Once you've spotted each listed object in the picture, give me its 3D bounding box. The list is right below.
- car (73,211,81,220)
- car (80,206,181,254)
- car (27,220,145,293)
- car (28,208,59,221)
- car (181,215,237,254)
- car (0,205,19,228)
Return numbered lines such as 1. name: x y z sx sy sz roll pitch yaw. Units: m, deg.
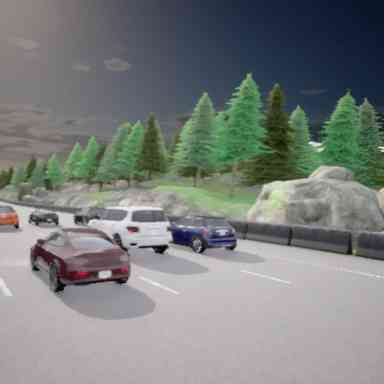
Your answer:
1. car: -8.978 2.098 29.523 2.097 1.767 4.553 3 -2 -35
2. car: -3.058 1.662 15.280 2.150 2.045 5.566 3 -2 -35
3. car: -3.352 1.768 9.646 1.812 1.442 4.674 3 -2 -35
4. car: -12.992 2.142 29.113 1.812 1.442 4.674 3 -2 -36
5. car: 0.134 1.936 16.812 2.097 1.767 4.553 3 -2 -35
6. car: -14.658 1.796 25.442 2.097 1.767 4.553 3 -2 -35
